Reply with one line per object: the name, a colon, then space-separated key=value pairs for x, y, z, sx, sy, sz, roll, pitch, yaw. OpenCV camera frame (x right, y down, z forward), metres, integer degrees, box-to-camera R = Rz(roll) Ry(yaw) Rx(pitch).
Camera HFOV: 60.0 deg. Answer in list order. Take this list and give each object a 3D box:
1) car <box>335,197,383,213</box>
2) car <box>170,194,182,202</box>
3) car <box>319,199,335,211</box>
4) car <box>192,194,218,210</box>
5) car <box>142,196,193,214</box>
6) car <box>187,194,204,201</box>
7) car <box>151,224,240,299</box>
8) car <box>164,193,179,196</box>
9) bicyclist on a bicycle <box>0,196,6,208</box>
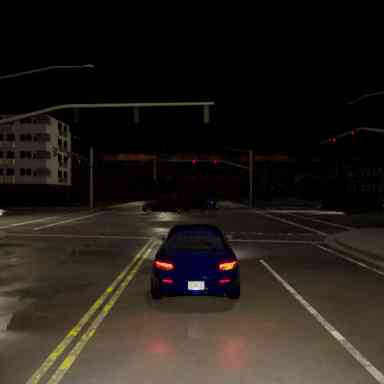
car: x=17.409 y=1.429 z=34.087 sx=4.181 sy=1.385 sz=1.994 roll=-1 pitch=0 yaw=1
car: x=-3.496 y=1.355 z=73.912 sx=2.097 sy=1.767 sz=4.553 roll=0 pitch=0 yaw=2
car: x=16.948 y=1.366 z=37.596 sx=4.902 sy=1.511 sz=2.128 roll=-1 pitch=0 yaw=1
car: x=1.063 y=1.342 z=41.814 sx=2.097 sy=1.767 sz=4.553 roll=1 pitch=-1 yaw=-40
car: x=-2.682 y=1.449 z=34.877 sx=5.008 sy=1.535 sz=1.882 roll=0 pitch=0 yaw=4
car: x=0.907 y=1.338 z=86.163 sx=2.097 sy=1.767 sz=4.553 roll=0 pitch=0 yaw=35
car: x=0.077 y=1.526 z=8.312 sx=1.812 sy=1.442 sz=4.674 roll=0 pitch=0 yaw=0
car: x=-3.636 y=1.221 z=53.985 sx=2.150 sy=2.045 sz=5.566 roll=0 pitch=0 yaw=-1
bicyclist on a bicycle: x=-25.479 y=1.300 z=44.831 sx=0.582 sy=1.620 sz=1.656 roll=0 pitch=0 yaw=0
